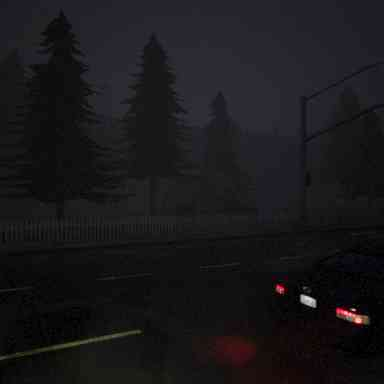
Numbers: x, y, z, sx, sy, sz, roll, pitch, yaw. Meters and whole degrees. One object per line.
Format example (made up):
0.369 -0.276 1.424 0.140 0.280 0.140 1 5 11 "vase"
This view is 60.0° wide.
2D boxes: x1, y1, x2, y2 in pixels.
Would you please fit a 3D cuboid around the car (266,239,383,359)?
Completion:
3.852 1.545 5.684 5.357 1.411 2.033 0 0 -26 "car"
